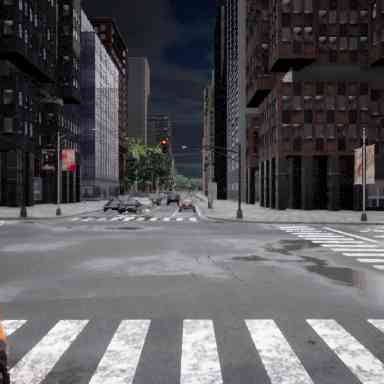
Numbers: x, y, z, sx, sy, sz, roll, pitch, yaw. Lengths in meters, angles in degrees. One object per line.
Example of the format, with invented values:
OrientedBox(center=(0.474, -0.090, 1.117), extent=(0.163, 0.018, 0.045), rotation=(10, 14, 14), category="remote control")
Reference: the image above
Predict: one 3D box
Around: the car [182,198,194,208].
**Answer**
OrientedBox(center=(-0.596, 1.614, 49.847), extent=(1.802, 1.307, 4.206), rotation=(0, 0, 0), category="car")

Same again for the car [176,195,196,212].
OrientedBox(center=(-0.544, 1.448, 38.997), extent=(1.967, 1.590, 4.097), rotation=(0, 0, 0), category="car")

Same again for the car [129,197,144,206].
OrientedBox(center=(-9.146, 1.570, 55.067), extent=(1.752, 1.417, 4.829), rotation=(0, 0, 0), category="car")

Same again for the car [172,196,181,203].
OrientedBox(center=(-3.468, 1.651, 75.398), extent=(1.994, 1.385, 4.181), rotation=(0, 0, 0), category="car")

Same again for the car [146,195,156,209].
OrientedBox(center=(-6.433, 1.548, 45.316), extent=(1.812, 1.442, 4.674), rotation=(0, 0, 0), category="car")

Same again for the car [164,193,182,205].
OrientedBox(center=(-3.299, 1.273, 59.954), extent=(2.150, 2.045, 5.566), rotation=(0, -1, -1), category="car")

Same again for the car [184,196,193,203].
OrientedBox(center=(-0.701, 1.613, 71.717), extent=(1.752, 1.417, 4.829), rotation=(0, 0, 0), category="car")

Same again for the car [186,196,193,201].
OrientedBox(center=(-0.806, 1.696, 93.246), extent=(1.887, 1.381, 4.507), rotation=(0, 0, 0), category="car")

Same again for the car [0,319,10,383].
OrientedBox(center=(-2.924, 1.352, 1.390), extent=(2.097, 1.767, 4.553), rotation=(0, 0, 3), category="car")

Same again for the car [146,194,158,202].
OrientedBox(center=(-9.253, 1.417, 76.941), extent=(2.192, 1.841, 5.009), rotation=(0, 0, 0), category="car")

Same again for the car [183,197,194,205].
OrientedBox(center=(-0.648, 1.603, 60.697), extent=(1.887, 1.381, 4.507), rotation=(0, 0, 0), category="car")

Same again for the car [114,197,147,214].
OrientedBox(center=(-6.385, 1.547, 35.090), extent=(2.033, 1.411, 5.357), rotation=(0, 0, 0), category="car")

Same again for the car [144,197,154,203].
OrientedBox(center=(-9.226, 1.669, 71.515), extent=(1.802, 1.307, 4.206), rotation=(0, 0, 0), category="car")

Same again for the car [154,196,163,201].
OrientedBox(center=(-9.330, 1.696, 93.218), extent=(1.887, 1.381, 4.507), rotation=(0, 0, 0), category="car")

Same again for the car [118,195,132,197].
OrientedBox(center=(-9.096, 1.335, 44.385), extent=(2.192, 1.841, 5.009), rotation=(0, 0, 0), category="car")

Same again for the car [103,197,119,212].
OrientedBox(center=(-9.069, 1.574, 38.959), extent=(1.947, 1.339, 4.313), rotation=(0, 0, 0), category="car")

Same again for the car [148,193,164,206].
OrientedBox(center=(-6.472, 1.268, 55.959), extent=(2.150, 2.045, 5.566), rotation=(0, 0, 0), category="car")
